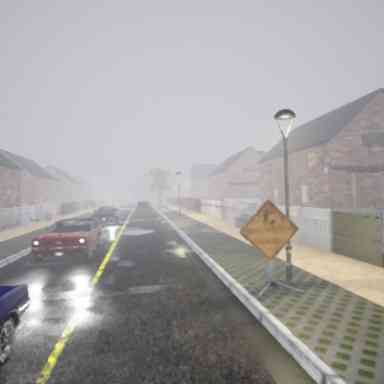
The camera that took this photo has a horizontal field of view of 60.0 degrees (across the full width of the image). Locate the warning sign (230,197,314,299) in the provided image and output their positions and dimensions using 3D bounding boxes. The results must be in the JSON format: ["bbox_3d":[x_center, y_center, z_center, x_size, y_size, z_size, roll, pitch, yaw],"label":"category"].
[{"bbox_3d":[1.617,1.074,6.944,1.300,1.860,1.060,-3,-1,-9],"label":"warning sign"}]

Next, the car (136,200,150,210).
[{"bbox_3d":[-7.477,1.949,50.973,2.033,1.411,5.357,-2,0,-9],"label":"car"}]

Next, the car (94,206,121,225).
[{"bbox_3d":[-6.667,1.803,26.073,1.994,1.385,4.181,-2,0,-8],"label":"car"}]

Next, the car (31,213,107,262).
[{"bbox_3d":[-4.719,1.751,13.148,1.895,1.301,4.718,-2,0,-9],"label":"car"}]

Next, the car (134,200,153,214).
[{"bbox_3d":[-5.680,1.775,39.121,1.837,1.490,4.892,-2,0,-9],"label":"car"}]

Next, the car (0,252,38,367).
[{"bbox_3d":[-3.184,1.692,3.028,1.895,1.301,4.718,-2,0,-9],"label":"car"}]
